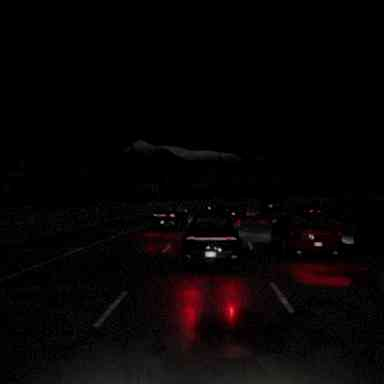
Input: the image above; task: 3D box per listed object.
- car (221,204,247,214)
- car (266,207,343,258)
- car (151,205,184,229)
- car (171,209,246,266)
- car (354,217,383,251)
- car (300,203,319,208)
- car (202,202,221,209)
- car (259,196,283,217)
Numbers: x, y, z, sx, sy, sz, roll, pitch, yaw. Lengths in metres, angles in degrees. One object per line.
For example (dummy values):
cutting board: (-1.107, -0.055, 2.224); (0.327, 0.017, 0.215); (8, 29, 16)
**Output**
car: (4.553, 1.844, 34.262); (1.895, 1.301, 4.718); (0, 0, 14)
car: (4.379, 1.575, 13.352); (1.882, 1.535, 5.008); (0, 0, 6)
car: (-1.424, 1.650, 22.655); (2.128, 1.511, 4.902); (0, 0, 9)
car: (0.732, 1.576, 11.906); (2.128, 1.511, 4.902); (0, 0, 5)
car: (7.819, 1.620, 12.622); (1.812, 1.442, 4.674); (0, 0, 5)
car: (10.991, 1.774, 31.263); (2.033, 1.411, 5.357); (0, 0, 14)
car: (2.552, 1.845, 39.973); (1.994, 1.385, 4.181); (0, 0, 16)
car: (8.138, 1.467, 34.201); (2.150, 2.045, 5.566); (0, 0, 14)
